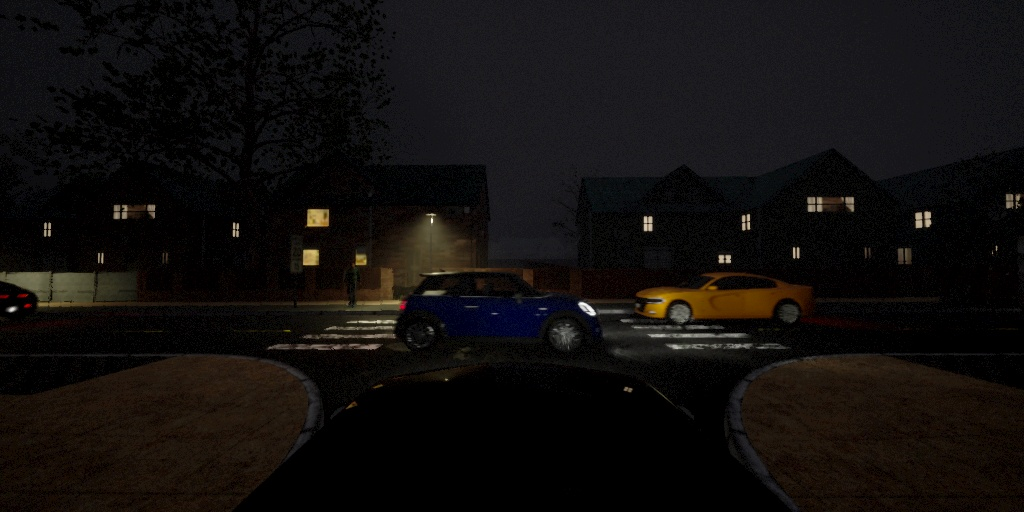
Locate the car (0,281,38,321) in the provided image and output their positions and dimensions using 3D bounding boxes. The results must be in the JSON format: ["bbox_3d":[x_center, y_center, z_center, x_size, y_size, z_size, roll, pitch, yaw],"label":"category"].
[{"bbox_3d":[-18.933,1.533,11.927,4.892,1.490,1.837,-1,-1,2],"label":"car"}]

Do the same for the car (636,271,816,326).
[{"bbox_3d":[6.454,1.255,11.167,5.008,1.535,1.882,-1,-1,2],"label":"car"}]

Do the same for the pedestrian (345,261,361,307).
[{"bbox_3d":[-6.466,1.113,14.473,0.375,1.860,0.375,0,-1,2],"label":"pedestrian"}]

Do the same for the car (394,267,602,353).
[{"bbox_3d":[-0.266,1.134,8.412,4.553,1.767,2.097,0,-1,2],"label":"car"}]
